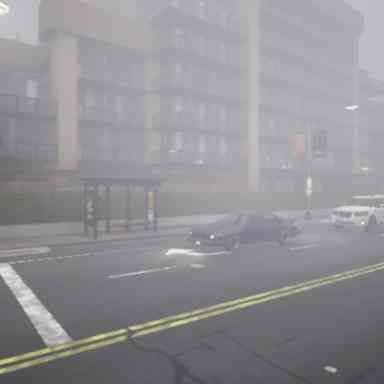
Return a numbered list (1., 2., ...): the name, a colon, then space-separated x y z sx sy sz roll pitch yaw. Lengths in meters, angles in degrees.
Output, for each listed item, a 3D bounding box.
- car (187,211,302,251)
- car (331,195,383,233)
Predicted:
1. car: 2.417 1.553 14.246 5.357 1.411 2.033 0 0 -35
2. car: 10.773 1.232 20.178 5.566 2.045 2.150 0 0 -35
